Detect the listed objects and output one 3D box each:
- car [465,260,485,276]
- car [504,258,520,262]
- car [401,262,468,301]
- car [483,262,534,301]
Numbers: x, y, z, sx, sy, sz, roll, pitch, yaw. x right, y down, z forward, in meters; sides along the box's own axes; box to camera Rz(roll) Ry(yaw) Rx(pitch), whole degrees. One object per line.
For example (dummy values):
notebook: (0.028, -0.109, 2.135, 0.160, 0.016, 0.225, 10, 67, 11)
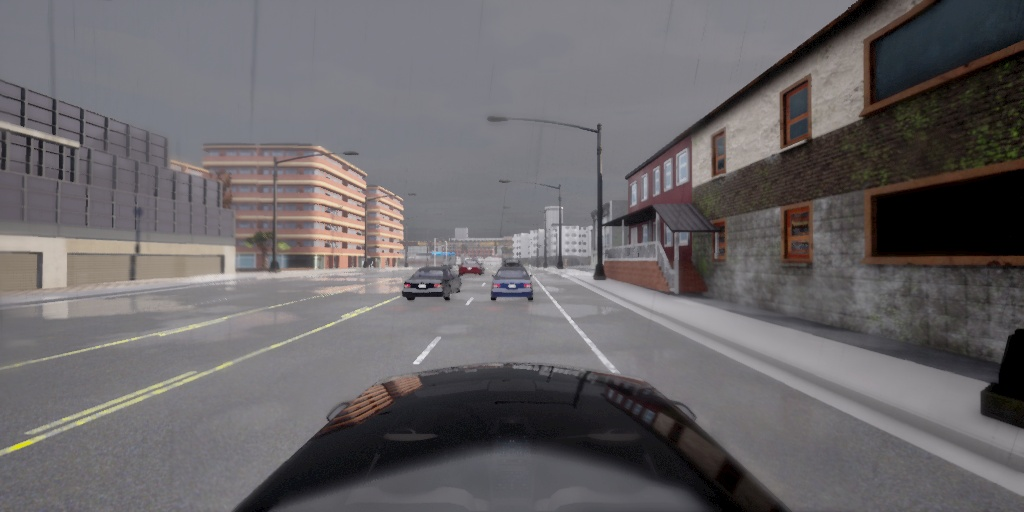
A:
car: (-3.499, 1.003, 31.504, 1.994, 1.385, 4.181, 0, 0, 0)
car: (0.001, 0.948, 31.505, 1.837, 1.490, 4.892, 0, 0, 0)
car: (-3.499, 1.183, 16.493, 2.033, 1.411, 5.357, 0, 1, 0)
car: (0.001, 1.184, 16.493, 2.033, 1.411, 5.357, 0, 1, 0)
